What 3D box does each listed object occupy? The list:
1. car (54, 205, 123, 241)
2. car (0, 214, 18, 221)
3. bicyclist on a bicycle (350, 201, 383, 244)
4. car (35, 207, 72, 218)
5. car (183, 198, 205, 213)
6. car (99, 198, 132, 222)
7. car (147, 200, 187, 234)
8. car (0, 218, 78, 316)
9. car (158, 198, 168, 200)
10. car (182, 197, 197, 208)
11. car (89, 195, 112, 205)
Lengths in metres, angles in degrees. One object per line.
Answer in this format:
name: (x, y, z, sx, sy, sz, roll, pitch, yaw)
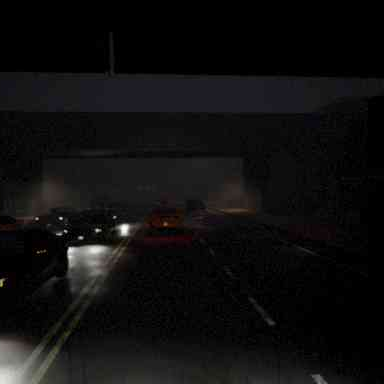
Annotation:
car: (-5.092, 1.622, 17.227, 2.033, 1.411, 5.357, -1, 0, -5)
car: (-8.231, 1.607, 13.063, 1.882, 1.535, 5.008, -1, 0, -5)
bicyclist on a bicycle: (6.840, 1.181, 12.737, 1.656, 1.620, 0.582, -1, 0, -5)
car: (-9.128, 1.739, 22.936, 1.895, 1.301, 4.718, -1, 0, -5)
car: (0.303, 1.449, 37.208, 1.882, 1.535, 5.008, -1, 0, -5)
car: (-5.998, 1.561, 27.190, 1.882, 1.535, 5.008, -1, 0, -5)
car: (-1.592, 1.492, 19.548, 1.882, 1.535, 5.008, -1, 0, -5)
car: (-4.224, 1.591, 7.684, 1.812, 1.442, 4.674, -1, 0, -5)
car: (-3.820, 1.562, 43.675, 1.812, 1.442, 4.674, -1, 0, -6)
car: (-0.389, 1.523, 48.556, 2.033, 1.411, 5.357, -1, 0, -1)
car: (-10.531, 1.378, 39.114, 2.150, 2.045, 5.566, -1, 0, -5)
